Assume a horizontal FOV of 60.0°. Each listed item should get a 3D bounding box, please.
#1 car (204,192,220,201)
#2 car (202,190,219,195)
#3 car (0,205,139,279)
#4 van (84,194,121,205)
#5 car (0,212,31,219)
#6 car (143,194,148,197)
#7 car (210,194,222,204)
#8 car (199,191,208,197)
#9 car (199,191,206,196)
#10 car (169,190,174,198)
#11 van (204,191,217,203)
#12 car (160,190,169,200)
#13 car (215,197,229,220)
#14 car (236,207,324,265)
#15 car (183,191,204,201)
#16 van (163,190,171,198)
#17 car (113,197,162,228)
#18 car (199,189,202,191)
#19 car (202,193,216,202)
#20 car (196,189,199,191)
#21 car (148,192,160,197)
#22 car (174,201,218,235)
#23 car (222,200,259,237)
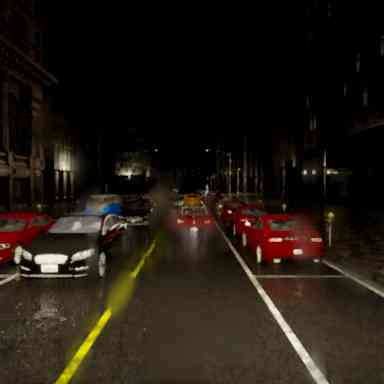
[{"bbox_3d":[2.775,1.050,38.578,1.887,1.381,4.507,0,1,0],"label":"car"},{"bbox_3d":[2.773,0.751,44.100,2.192,1.841,5.009,0,1,0],"label":"car"},{"bbox_3d":[-3.095,1.365,9.671,2.128,1.511,4.902,0,1,0],"label":"car"},{"bbox_3d":[-5.775,1.058,22.019,1.690,1.788,3.998,0,1,0],"label":"van"},{"bbox_3d":[-5.777,1.402,10.973,1.887,1.381,4.507,0,1,0],"label":"car"},{"bbox_3d":[-5.771,1.159,33.071,1.802,1.307,4.206,0,1,0],"label":"car"},{"bbox_3d":[2.776,1.168,27.698,1.752,1.417,4.829,0,1,0],"label":"car"},{"bbox_3d":[2.769,0.501,82.778,2.008,1.369,4.403,0,1,0],"label":"car"},{"bbox_3d":[2.769,0.427,88.303,1.887,1.381,4.507,0,1,0],"label":"car"},{"bbox_3d":[-5.762,0.404,71.739,2.192,1.841,5.009,0,1,0],"label":"car"},{"bbox_3d":[2.773,0.707,49.626,1.690,1.788,3.998,0,1,0],"label":"van"},{"bbox_3d":[-5.764,0.756,60.523,1.752,1.417,4.829,0,1,0],"label":"car"},{"bbox_3d":[2.777,1.260,22.003,1.887,1.381,4.507,0,1,0],"label":"car"},{"bbox_3d":[2.778,1.400,10.954,1.887,1.381,4.507,0,1,0],"label":"car"},{"bbox_3d":[0.074,0.987,38.273,1.882,1.535,5.008,0,1,0],"label":"car"},{"bbox_3d":[-5.761,0.361,77.264,1.690,1.788,3.998,0,1,0],"label":"van"},{"bbox_3d":[-3.082,1.249,19.804,1.837,1.490,4.892,0,1,0],"label":"car"},{"bbox_3d":[2.771,0.597,66.203,1.967,1.590,4.097,0,1,0],"label":"car"},{"bbox_3d":[2.773,0.847,55.154,2.008,1.369,4.403,0,1,0],"label":"car"},{"bbox_3d":[2.769,0.333,77.250,2.192,1.841,5.009,0,1,0],"label":"car"},{"bbox_3d":[-5.768,0.988,44.120,2.008,1.369,4.403,0,1,0],"label":"car"},{"bbox_3d":[0.103,1.377,17.239,1.895,1.301,4.718,0,1,0],"label":"car"},{"bbox_3d":[2.777,1.330,16.478,1.887,1.381,4.507,0,1,0],"label":"car"}]
